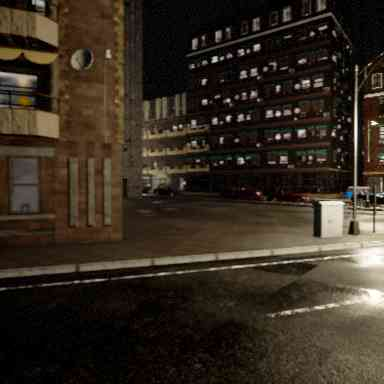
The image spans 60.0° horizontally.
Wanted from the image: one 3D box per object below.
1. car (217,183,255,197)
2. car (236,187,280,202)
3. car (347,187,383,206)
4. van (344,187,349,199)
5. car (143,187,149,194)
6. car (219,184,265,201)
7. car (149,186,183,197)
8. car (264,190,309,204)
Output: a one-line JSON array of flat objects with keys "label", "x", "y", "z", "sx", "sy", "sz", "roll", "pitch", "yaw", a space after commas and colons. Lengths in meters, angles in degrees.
[{"label": "car", "x": 6.380, "y": -0.271, "z": 48.664, "sx": 5.009, "sy": 1.841, "sz": 2.192, "roll": 2, "pitch": 1, "yaw": 37}, {"label": "car", "x": 7.974, "y": 0.234, "z": 40.211, "sx": 4.892, "sy": 1.490, "sz": 1.837, "roll": 3, "pitch": 3, "yaw": 37}, {"label": "car", "x": 18.252, "y": 0.646, "z": 32.478, "sx": 4.902, "sy": 1.511, "sz": 2.128, "roll": 2, "pitch": 2, "yaw": 37}, {"label": "van", "x": 19.886, "y": 0.315, "z": 38.527, "sx": 3.998, "sy": 1.788, "sz": 1.690, "roll": 2, "pitch": 1, "yaw": 37}, {"label": "car", "x": -8.901, "y": -0.471, "z": 52.995, "sx": 4.892, "sy": 1.490, "sz": 1.837, "roll": 2, "pitch": 2, "yaw": 37}, {"label": "car", "x": 5.767, "y": 0.064, "z": 38.648, "sx": 5.009, "sy": 1.841, "sz": 2.192, "roll": 2, "pitch": 1, "yaw": 37}, {"label": "car", "x": -3.248, "y": -0.082, "z": 45.415, "sx": 4.507, "sy": 1.381, "sz": 1.887, "roll": 2, "pitch": 1, "yaw": 37}, {"label": "car", "x": 10.261, "y": 0.518, "z": 35.273, "sx": 4.206, "sy": 1.307, "sz": 1.802, "roll": 2, "pitch": 1, "yaw": 37}]
